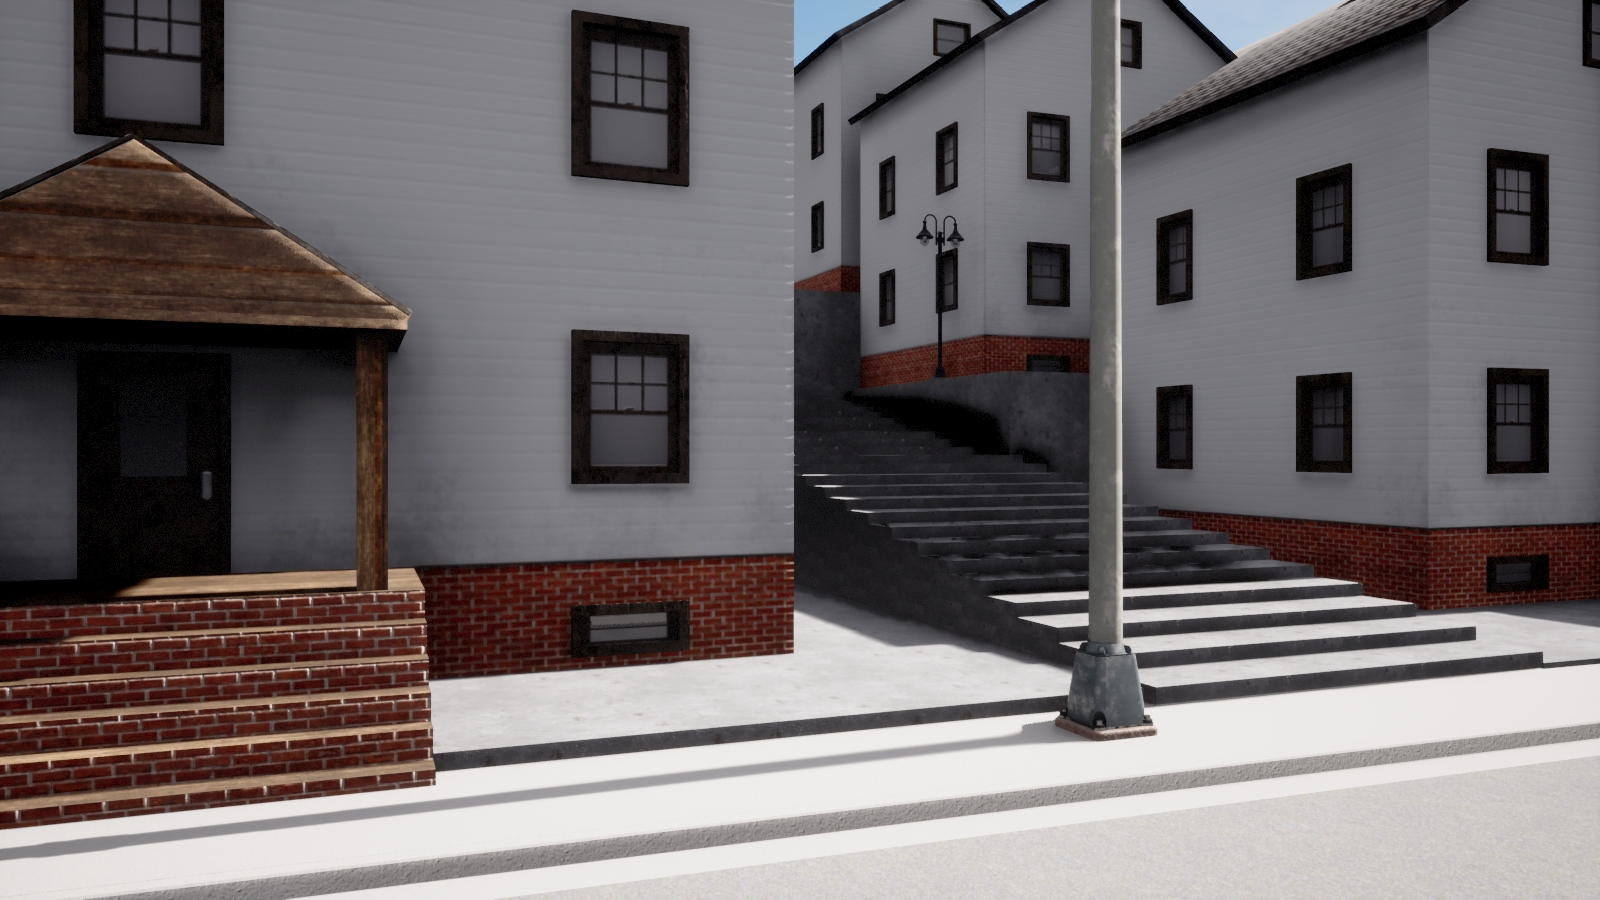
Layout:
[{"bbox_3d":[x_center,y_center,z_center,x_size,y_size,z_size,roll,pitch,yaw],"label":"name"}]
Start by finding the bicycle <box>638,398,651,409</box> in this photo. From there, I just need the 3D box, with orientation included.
[{"bbox_3d":[-19.499,-5.855,143.055,1.487,1.301,0.859,0,0,-18],"label":"bicycle"}]
